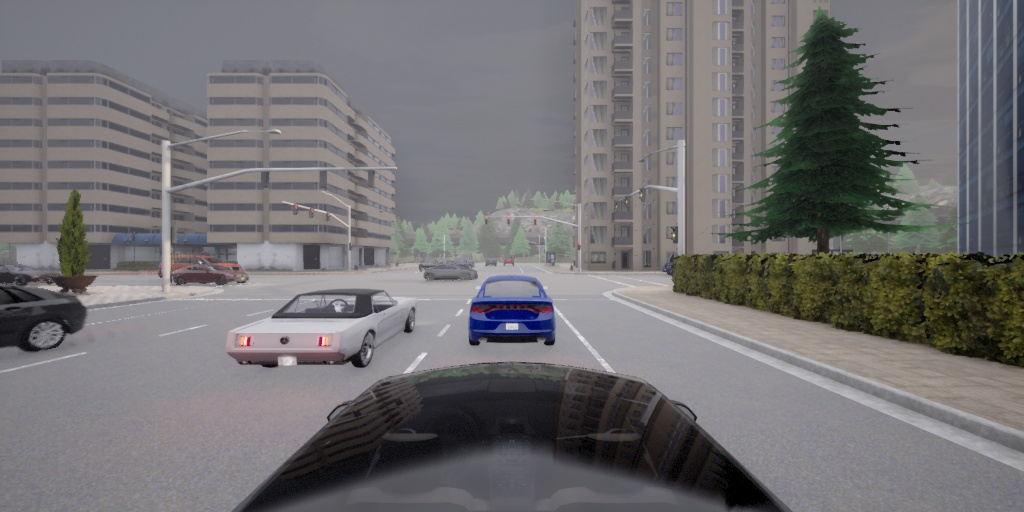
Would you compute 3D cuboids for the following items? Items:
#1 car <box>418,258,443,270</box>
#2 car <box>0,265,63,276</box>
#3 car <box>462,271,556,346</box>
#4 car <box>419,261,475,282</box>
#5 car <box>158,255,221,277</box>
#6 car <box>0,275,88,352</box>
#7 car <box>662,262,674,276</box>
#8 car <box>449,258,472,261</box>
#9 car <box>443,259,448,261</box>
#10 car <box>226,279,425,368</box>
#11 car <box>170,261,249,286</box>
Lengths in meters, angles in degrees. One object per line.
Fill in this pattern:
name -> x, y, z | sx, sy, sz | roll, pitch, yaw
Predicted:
car -> -11.011, 1.102, 47.891 | 2.097, 1.767, 4.553 | 0, 0, 0
car -> -34.483, 1.297, 24.784 | 5.357, 1.411, 2.033 | 0, 0, 0
car -> -0.004, 1.228, 9.481 | 1.882, 1.535, 5.008 | 0, 0, 0
car -> -4.806, 1.314, 28.253 | 4.181, 1.385, 1.994 | 0, 0, 0
car -> -24.472, 0.972, 28.281 | 5.566, 2.045, 2.150 | 0, 0, 0
car -> -10.625, 1.255, 6.102 | 1.837, 1.490, 4.892 | 0, 0, 0
car -> 17.893, 0.971, 35.428 | 5.566, 2.045, 2.150 | 0, 0, 0
car -> -7.546, 1.102, 52.110 | 2.097, 1.767, 4.553 | 0, 0, 0
car -> -11.083, 1.255, 56.976 | 1.837, 1.490, 4.892 | 0, 0, 0
car -> -3.496, 1.351, 7.815 | 1.895, 1.301, 4.718 | 0, 0, 0
car -> -20.651, 1.275, 24.563 | 4.674, 1.442, 1.812 | 0, 0, 4
